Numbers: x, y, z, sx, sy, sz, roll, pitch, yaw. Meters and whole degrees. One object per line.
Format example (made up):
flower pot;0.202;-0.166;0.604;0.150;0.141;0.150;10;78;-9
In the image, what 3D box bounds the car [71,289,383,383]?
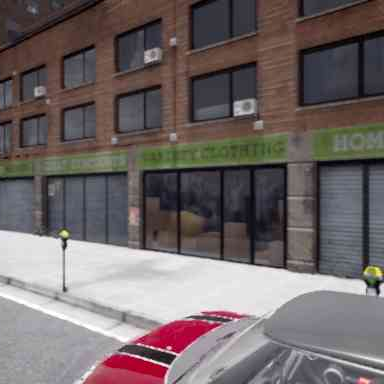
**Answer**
car;0.917;1.440;2.155;4.097;1.590;1.967;0;0;35
